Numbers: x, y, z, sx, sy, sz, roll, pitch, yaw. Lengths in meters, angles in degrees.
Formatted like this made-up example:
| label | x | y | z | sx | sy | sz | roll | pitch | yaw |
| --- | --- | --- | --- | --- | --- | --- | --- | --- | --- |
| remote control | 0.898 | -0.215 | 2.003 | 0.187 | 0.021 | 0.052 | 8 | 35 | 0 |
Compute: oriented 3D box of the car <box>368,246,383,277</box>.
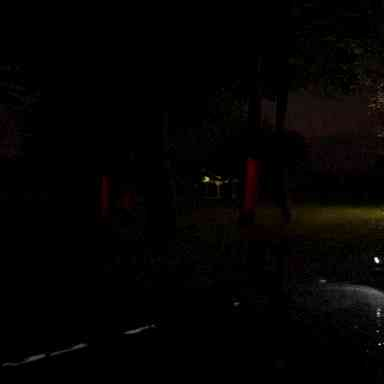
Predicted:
| label | x | y | z | sx | sy | sz | roll | pitch | yaw |
| --- | --- | --- | --- | --- | --- | --- | --- | --- | --- |
| car | 6.905 | 1.531 | 8.918 | 5.357 | 1.411 | 2.033 | 0 | 0 | -35 |
